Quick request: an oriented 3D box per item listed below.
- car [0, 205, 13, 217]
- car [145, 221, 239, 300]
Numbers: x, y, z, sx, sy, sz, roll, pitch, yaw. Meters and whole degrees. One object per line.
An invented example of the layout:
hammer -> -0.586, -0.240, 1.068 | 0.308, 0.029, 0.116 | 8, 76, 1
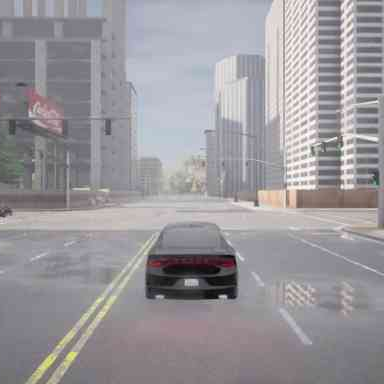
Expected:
car -> -17.903, 1.352, 28.489 | 4.553, 1.767, 2.097 | 0, 0, -1
car -> -0.003, 1.478, 8.464 | 1.882, 1.535, 5.008 | 0, 0, 0
